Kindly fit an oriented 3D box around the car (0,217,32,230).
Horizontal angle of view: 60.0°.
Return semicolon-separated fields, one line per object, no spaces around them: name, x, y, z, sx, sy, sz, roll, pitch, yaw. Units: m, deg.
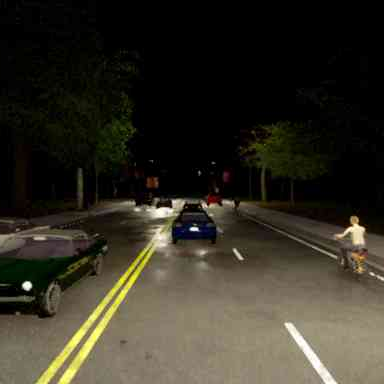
car;-6.604;1.565;11.120;1.895;1.301;4.718;0;0;0

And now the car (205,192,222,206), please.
car;3.334;1.064;50.181;2.150;2.045;5.566;0;0;0

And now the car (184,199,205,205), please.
car;0.088;1.495;33.870;1.895;1.301;4.718;0;0;0

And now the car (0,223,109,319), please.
car;-3.354;1.577;7.451;1.895;1.301;4.718;0;0;0

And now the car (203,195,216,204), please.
car;3.230;1.362;61.840;2.033;1.411;5.357;0;0;0

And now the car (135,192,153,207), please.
car;-6.613;1.077;47.011;2.150;2.045;5.566;0;0;0

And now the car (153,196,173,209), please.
car;-3.358;1.436;41.287;1.994;1.385;4.181;0;0;0

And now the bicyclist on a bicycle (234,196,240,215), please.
bicyclist on a bicycle;4.134;1.275;30.577;0.659;1.776;1.843;0;0;0

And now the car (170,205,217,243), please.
car;0.095;1.513;15.816;1.994;1.385;4.181;0;0;0

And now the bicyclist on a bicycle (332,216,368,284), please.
bicyclist on a bicycle;4.122;1.409;8.544;0.866;1.612;1.509;0;0;0
